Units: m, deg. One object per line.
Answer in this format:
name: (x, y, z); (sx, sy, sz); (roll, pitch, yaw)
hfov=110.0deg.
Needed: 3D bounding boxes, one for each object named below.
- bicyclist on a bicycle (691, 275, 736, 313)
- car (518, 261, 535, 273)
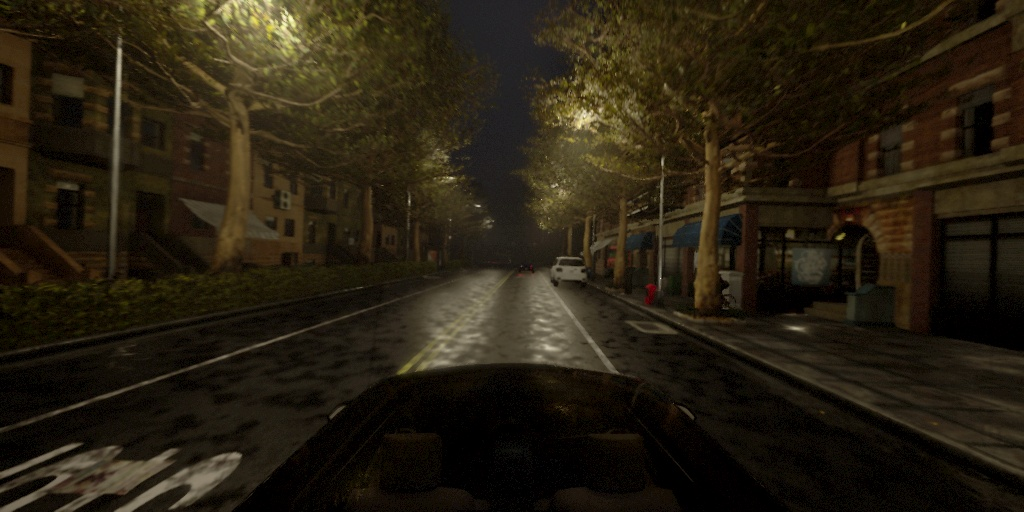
bicyclist on a bicycle: (7.552, 1.304, 13.392); (1.656, 1.620, 0.582); (2, 0, 2)
car: (1.801, 1.331, 44.297); (1.812, 1.442, 4.674); (2, 0, 3)
